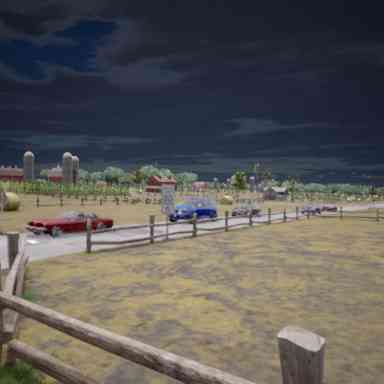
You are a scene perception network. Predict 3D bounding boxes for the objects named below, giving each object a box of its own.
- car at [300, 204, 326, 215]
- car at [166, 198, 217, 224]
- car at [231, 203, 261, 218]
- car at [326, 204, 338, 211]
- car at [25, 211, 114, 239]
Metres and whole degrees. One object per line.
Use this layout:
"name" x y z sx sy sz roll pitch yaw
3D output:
"car" 16.948 2.427 47.274 2.033 1.411 5.357 2 0 36
"car" 0.140 1.578 28.706 2.150 2.045 5.566 2 0 34
"car" 6.131 2.037 37.133 1.837 1.490 4.892 2 0 36
"car" 23.071 2.674 55.845 1.895 1.301 4.718 2 0 36
"car" -6.824 1.759 18.907 1.895 1.301 4.718 2 0 34
